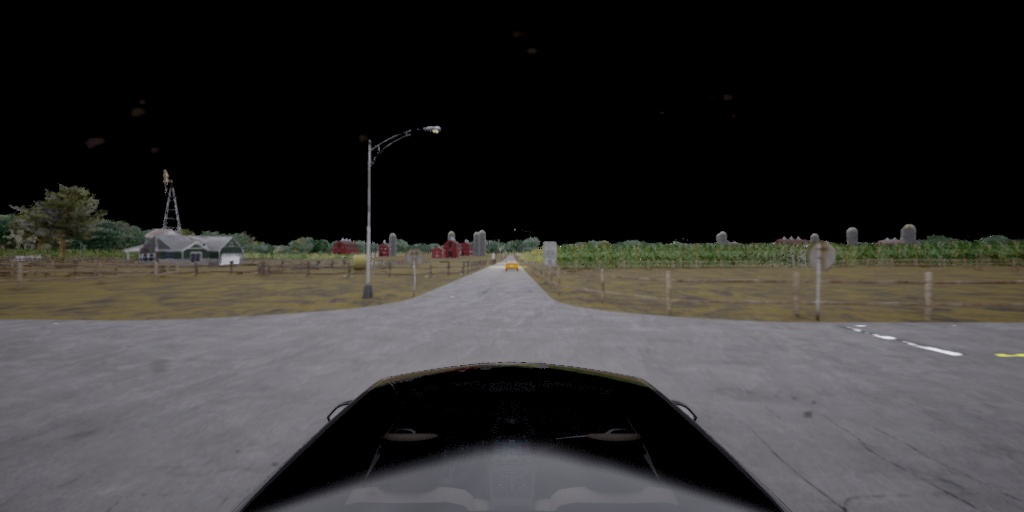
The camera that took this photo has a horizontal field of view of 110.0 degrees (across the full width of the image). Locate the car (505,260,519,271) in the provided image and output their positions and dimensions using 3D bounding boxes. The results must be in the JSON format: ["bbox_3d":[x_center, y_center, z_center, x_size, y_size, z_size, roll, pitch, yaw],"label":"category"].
[{"bbox_3d":[-0.005,1.347,51.877,1.882,1.535,5.008,0,0,0],"label":"car"}]
